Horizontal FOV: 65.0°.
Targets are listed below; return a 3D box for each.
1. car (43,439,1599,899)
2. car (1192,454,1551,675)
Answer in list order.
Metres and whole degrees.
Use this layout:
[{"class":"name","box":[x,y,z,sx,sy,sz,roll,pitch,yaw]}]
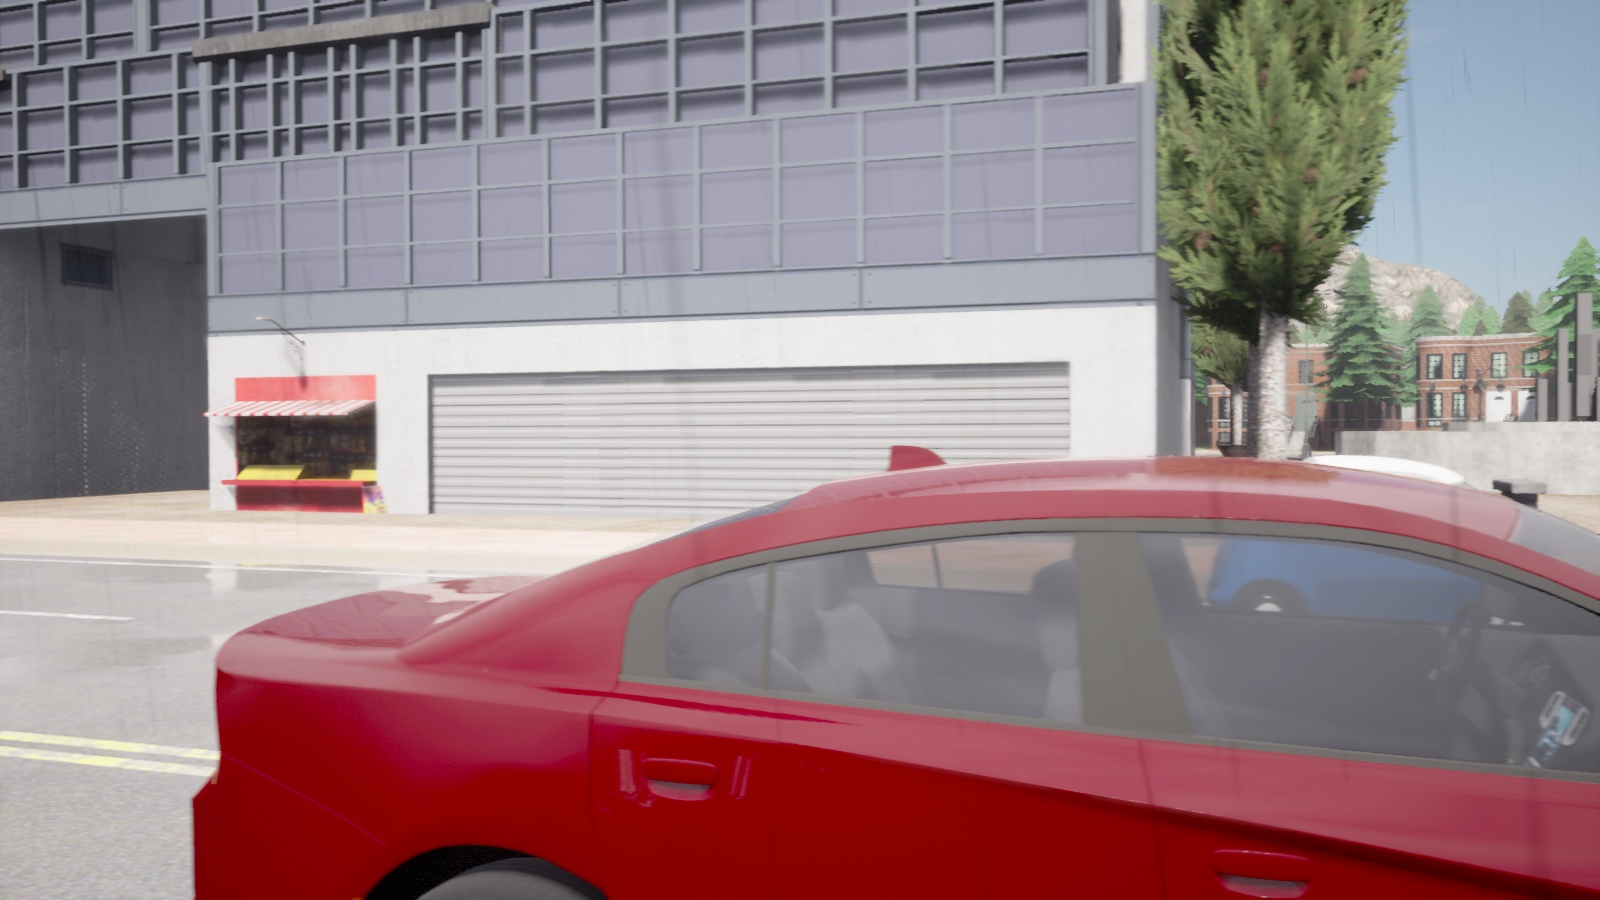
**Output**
[{"class":"car","box":[1.025,0.763,2.843,5.008,1.535,1.882,1,1,18]},{"class":"car","box":[4.057,0.750,9.214,2.207,1.376,1.481,1,1,18]}]
